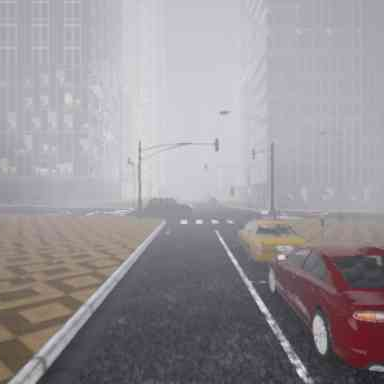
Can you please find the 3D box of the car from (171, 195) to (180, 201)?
[{"bbox_3d":[-4.190,1.482,84.503,1.947,1.339,4.313,0,0,0],"label":"car"}]

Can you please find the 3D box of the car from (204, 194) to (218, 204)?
[{"bbox_3d":[3.864,1.518,62.439,1.947,1.339,4.313,0,0,0],"label":"car"}]

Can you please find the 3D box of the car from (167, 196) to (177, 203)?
[{"bbox_3d":[-4.097,1.526,67.921,1.802,1.307,4.206,0,0,0],"label":"car"}]

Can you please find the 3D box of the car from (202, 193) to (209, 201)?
[{"bbox_3d":[3.690,1.230,84.547,2.192,1.841,5.009,0,0,0],"label":"car"}]

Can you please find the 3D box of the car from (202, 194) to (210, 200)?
[{"bbox_3d":[3.659,1.344,90.076,1.967,1.590,4.097,0,0,0],"label":"car"}]

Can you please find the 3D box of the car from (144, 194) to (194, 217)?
[{"bbox_3d":[-2.040,1.296,30.585,4.553,1.767,2.097,1,0,-3],"label":"car"}]

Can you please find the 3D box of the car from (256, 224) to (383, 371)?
[{"bbox_3d":[2.564,1.539,5.784,1.887,1.381,4.507,0,0,0],"label":"car"}]

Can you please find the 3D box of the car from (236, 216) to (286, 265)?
[{"bbox_3d":[2.563,1.514,11.506,1.752,1.417,4.829,0,0,0],"label":"car"}]
